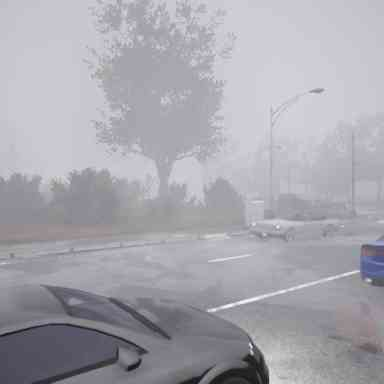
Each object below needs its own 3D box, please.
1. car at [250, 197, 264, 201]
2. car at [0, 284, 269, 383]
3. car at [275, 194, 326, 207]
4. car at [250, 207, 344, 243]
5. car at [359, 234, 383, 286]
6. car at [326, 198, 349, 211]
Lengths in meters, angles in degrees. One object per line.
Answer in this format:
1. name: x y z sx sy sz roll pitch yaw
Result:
1. car: 10.652 1.485 48.935 1.837 1.490 4.892 0 0 -33
2. car: -1.282 1.564 2.834 4.181 1.385 1.994 0 0 -36
3. car: 12.523 1.212 39.576 2.150 2.045 5.566 0 0 -31
4. car: 5.066 1.597 16.191 4.718 1.301 1.895 0 0 -35
5. car: 6.092 1.475 8.137 5.008 1.535 1.882 0 0 -36
6. car: 16.392 1.481 39.988 2.128 1.511 4.902 0 0 -33
